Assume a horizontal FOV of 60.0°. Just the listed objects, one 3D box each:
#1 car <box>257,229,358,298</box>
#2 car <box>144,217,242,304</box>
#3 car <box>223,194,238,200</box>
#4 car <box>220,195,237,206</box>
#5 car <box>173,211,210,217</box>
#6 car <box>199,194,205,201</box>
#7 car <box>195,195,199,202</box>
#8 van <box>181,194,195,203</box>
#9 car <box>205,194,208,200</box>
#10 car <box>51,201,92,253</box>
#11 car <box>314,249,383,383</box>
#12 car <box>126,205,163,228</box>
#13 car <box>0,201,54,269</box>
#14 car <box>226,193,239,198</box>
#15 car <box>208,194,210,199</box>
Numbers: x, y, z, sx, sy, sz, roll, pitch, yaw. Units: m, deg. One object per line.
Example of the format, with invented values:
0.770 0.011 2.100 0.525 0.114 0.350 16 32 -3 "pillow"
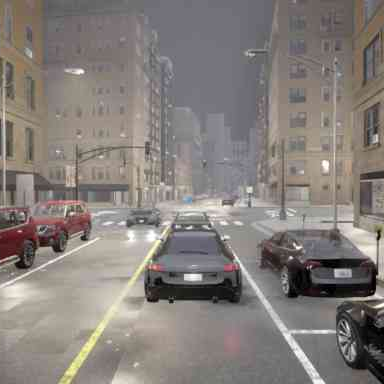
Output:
2.840 1.564 8.337 1.947 1.339 4.313 -1 0 0 "car"
0.037 1.562 8.220 1.994 1.385 4.181 0 0 0 "car"
7.340 1.487 63.541 1.947 1.339 4.313 0 0 9 "car"
5.659 1.512 52.677 1.947 1.339 4.313 0 0 9 "car"
-0.025 1.595 17.034 1.895 1.301 4.718 0 0 0 "car"
1.410 1.404 80.973 1.752 1.417 4.829 0 0 9 "car"
-0.245 1.336 70.277 1.967 1.590 4.097 0 0 9 "car"
-1.086 1.248 64.845 1.690 1.788 3.998 0 0 9 "van"
2.277 1.454 86.573 1.802 1.307 4.206 0 0 9 "car"
-5.697 1.311 13.823 2.192 1.841 5.009 -1 0 0 "car"
2.850 1.565 2.830 1.947 1.339 4.313 -1 0 0 "car"
-3.036 1.567 21.958 1.994 1.385 4.181 0 0 0 "car"
-5.688 1.313 8.315 2.192 1.841 5.009 -1 0 0 "car"
10.700 1.201 85.270 2.192 1.841 5.009 0 0 9 "car"
3.116 1.308 92.006 1.967 1.590 4.097 0 0 9 "car"
